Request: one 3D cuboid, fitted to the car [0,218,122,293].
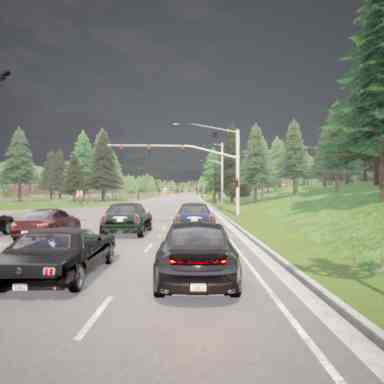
[{"bbox_3d":[-3.390,1.596,8.793,1.895,1.301,4.718,0,0,0],"label":"car"}]

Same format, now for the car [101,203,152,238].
[{"bbox_3d":[-3.381,1.342,17.750,2.097,1.767,4.553,0,0,0],"label":"car"}]

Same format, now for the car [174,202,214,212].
[{"bbox_3d":[0.118,1.342,17.606,2.097,1.767,4.553,0,0,0],"label":"car"}]

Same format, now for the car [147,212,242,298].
[{"bbox_3d":[0.109,1.500,8.512,1.837,1.490,4.892,0,0,0],"label":"car"}]

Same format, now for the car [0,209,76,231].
[{"bbox_3d":[-6.883,1.517,16.008,1.812,1.442,4.674,0,0,0],"label":"car"}]
